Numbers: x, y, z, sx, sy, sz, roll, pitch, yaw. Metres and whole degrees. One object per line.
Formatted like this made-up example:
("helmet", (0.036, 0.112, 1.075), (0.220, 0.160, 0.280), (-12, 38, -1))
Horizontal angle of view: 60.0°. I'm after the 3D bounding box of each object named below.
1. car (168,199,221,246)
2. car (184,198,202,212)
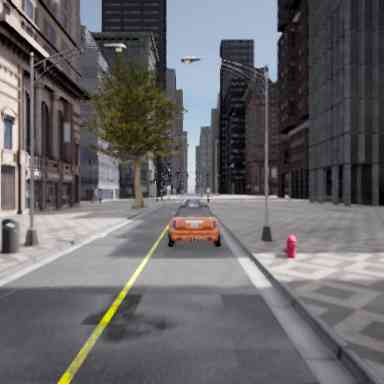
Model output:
("car", (0.097, 1.307, 15.037), (2.097, 1.767, 4.553), (0, 0, 0))
("car", (0.095, 1.464, 37.630), (1.994, 1.385, 4.181), (0, 0, 0))
